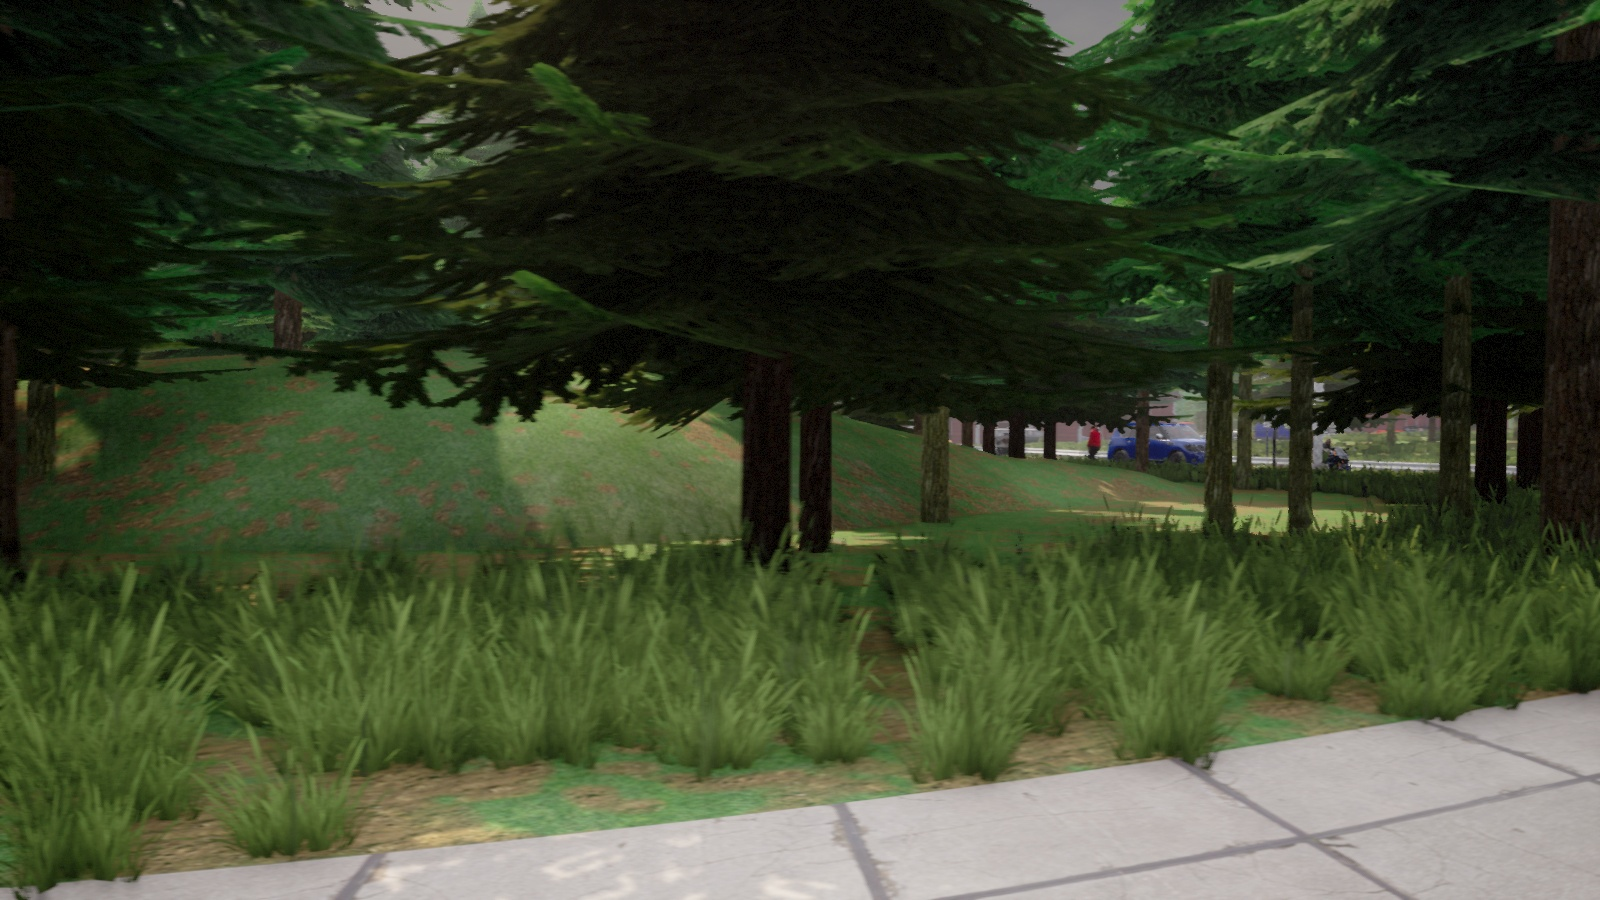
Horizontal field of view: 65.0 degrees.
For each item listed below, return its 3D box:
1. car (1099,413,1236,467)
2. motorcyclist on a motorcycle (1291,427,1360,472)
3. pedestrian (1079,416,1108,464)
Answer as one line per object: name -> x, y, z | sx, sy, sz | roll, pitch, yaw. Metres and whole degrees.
car -> 14.801, -0.415, 50.914 | 2.150, 2.045, 5.566 | -1, 1, -26
motorcyclist on a motorcycle -> 18.239, -0.028, 43.621 | 0.866, 1.530, 2.191 | -1, 1, -25
pedestrian -> 11.377, -0.399, 48.686 | 0.899, 1.844, 0.634 | 0, 1, 43
